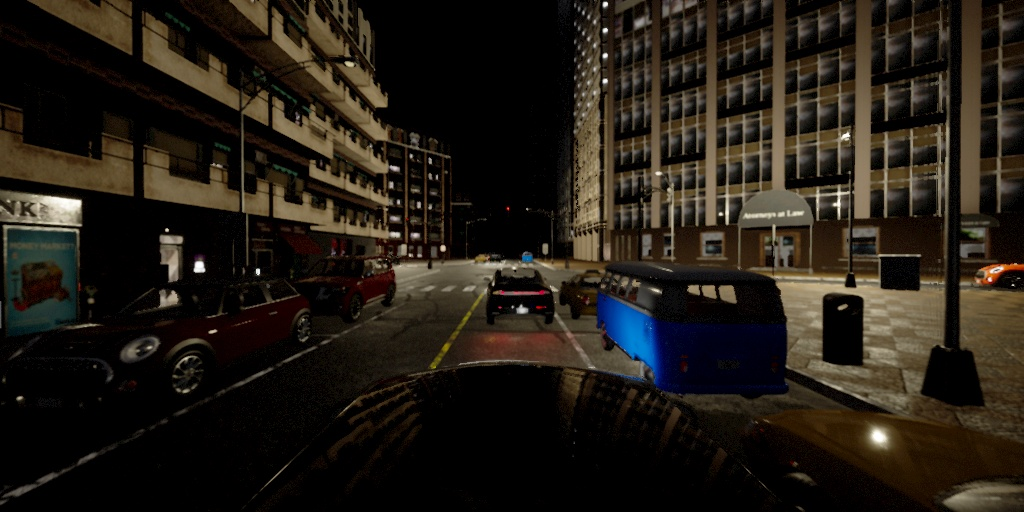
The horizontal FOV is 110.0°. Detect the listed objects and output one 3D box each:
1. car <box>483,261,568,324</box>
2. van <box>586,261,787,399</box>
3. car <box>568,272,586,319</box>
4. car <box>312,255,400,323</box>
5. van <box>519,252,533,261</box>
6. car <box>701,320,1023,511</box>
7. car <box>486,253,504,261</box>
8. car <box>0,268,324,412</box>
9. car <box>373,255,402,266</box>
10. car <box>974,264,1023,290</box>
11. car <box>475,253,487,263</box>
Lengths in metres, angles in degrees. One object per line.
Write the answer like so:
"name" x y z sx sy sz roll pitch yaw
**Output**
"car" 0.136 1.095 11.241 2.128 1.511 4.902 0 1 -3
"van" 2.567 1.023 6.112 1.690 1.789 3.998 0 0 0
"car" 2.568 1.123 11.817 1.751 1.417 4.829 0 0 0
"car" -5.312 0.912 11.643 2.192 1.841 5.009 0 0 0
"van" 2.581 0.244 60.635 1.690 1.789 3.998 0 0 0
"car" 2.565 1.293 0.748 1.751 1.417 4.829 0 0 0
"car" -2.776 0.508 60.323 1.895 1.301 4.718 0 1 1
"car" -5.314 1.122 6.108 1.967 1.591 4.097 0 0 0
"car" -18.405 0.675 52.845 4.892 1.490 1.837 0 1 41
"car" 24.477 0.658 16.056 4.553 1.767 2.097 0 1 41
"car" -5.300 0.429 60.468 1.751 1.417 4.829 0 0 0
